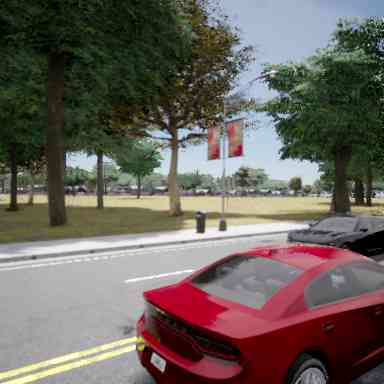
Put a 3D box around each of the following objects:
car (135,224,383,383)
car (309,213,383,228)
[{"bbox_3d":[1.691,1.481,4.644,5.008,1.535,1.882,0,0,-35],"label":"car"},{"bbox_3d":[5.341,1.501,11.480,5.008,1.535,1.882,0,0,-35],"label":"car"}]
